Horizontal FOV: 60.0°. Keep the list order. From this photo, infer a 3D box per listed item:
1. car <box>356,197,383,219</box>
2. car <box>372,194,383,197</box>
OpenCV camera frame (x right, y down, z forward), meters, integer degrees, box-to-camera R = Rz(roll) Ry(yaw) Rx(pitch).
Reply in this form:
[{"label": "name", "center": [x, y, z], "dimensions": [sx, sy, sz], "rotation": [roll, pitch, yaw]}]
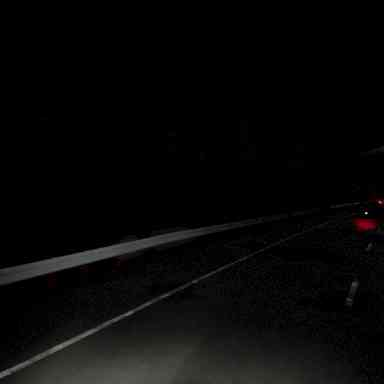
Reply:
[{"label": "car", "center": [15.913, 1.505, 29.703], "dimensions": [1.837, 1.490, 4.892], "rotation": [0, 0, 35]}, {"label": "car", "center": [21.936, 1.221, 38.270], "dimensions": [2.150, 2.045, 5.566], "rotation": [0, 0, 35]}]
